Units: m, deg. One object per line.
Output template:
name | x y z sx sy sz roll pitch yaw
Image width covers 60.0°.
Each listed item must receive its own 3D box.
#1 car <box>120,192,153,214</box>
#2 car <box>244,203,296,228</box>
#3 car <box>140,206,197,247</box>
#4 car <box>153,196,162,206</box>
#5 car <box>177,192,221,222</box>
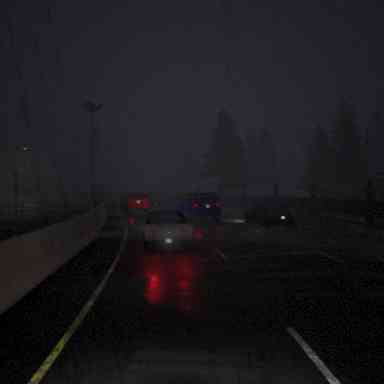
car | -5.705 0.989 32.698 2.150 2.045 5.566 0 0 -19
car | 4.736 1.396 20.726 1.994 1.385 4.181 0 0 -11
car | -1.194 1.494 14.501 1.895 1.301 4.718 0 0 -9
car | -5.148 1.212 40.735 1.837 1.490 4.892 0 1 -23
car | 0.388 1.034 24.327 2.150 2.045 5.566 0 0 -14
